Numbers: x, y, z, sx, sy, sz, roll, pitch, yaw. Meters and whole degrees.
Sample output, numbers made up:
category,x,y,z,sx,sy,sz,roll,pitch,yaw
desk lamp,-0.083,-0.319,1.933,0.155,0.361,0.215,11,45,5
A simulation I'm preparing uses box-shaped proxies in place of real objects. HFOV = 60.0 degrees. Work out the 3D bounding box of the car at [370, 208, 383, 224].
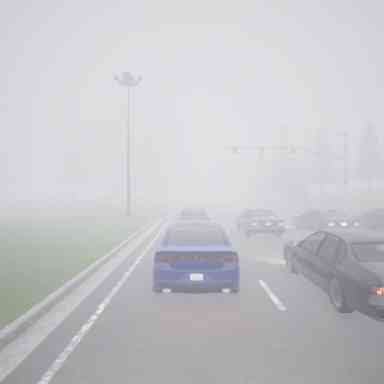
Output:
category,x,y,z,sx,sy,sz,roll,pitch,yaw
car,10.550,1.553,17.988,2.033,1.411,5.357,0,0,1

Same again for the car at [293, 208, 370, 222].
category,x,y,z,sx,sy,sz,roll,pitch,yaw
car,7.084,1.553,18.128,2.033,1.411,5.357,0,0,-2

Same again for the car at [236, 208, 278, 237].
category,x,y,z,sx,sy,sz,roll,pitch,yaw
car,3.565,1.553,18.121,2.033,1.411,5.357,0,0,0

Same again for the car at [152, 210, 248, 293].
category,x,y,z,sx,sy,sz,roll,pitch,yaw
car,0.085,1.480,8.883,1.882,1.535,5.008,0,0,0

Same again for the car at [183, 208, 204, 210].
category,x,y,z,sx,sy,sz,roll,pitch,yaw
car,0.065,1.570,18.824,1.994,1.385,4.181,0,0,0

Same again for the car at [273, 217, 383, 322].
category,x,y,z,sx,sy,sz,roll,pitch,yaw
car,3.588,1.550,7.536,2.033,1.411,5.357,0,0,0
